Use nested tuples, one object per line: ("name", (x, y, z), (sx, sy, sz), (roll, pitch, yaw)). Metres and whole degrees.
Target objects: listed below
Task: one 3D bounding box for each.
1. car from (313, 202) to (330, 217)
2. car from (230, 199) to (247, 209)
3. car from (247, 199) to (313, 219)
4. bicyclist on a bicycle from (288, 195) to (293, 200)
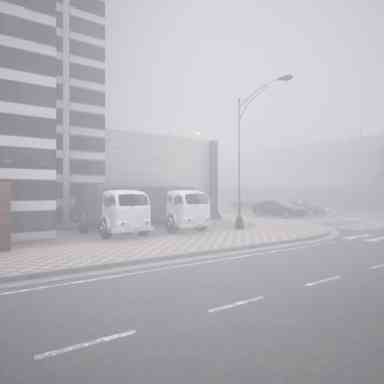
("car", (10.297, 1.435, 30.794), (2.128, 1.511, 4.902), (0, 0, -36))
("car", (6.885, 1.545, 41.894), (1.895, 1.301, 4.718), (0, 0, -36))
("car", (7.448, 1.422, 28.762), (1.882, 1.535, 5.008), (0, 0, -36))
("bicyclist on a bicycle", (13.380, 1.245, 45.327), (1.656, 1.620, 0.582), (0, 0, -36))
